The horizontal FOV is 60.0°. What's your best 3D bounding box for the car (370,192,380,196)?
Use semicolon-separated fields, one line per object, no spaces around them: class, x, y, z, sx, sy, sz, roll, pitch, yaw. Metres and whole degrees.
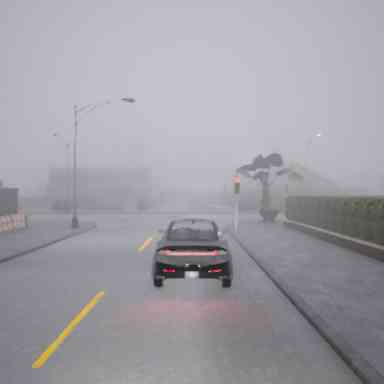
car;37.996;1.030;68.711;1.905;1.878;3.866;0;0;0

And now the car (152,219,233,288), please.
car;0.035;1.499;9.289;2.128;1.511;4.902;0;0;1
